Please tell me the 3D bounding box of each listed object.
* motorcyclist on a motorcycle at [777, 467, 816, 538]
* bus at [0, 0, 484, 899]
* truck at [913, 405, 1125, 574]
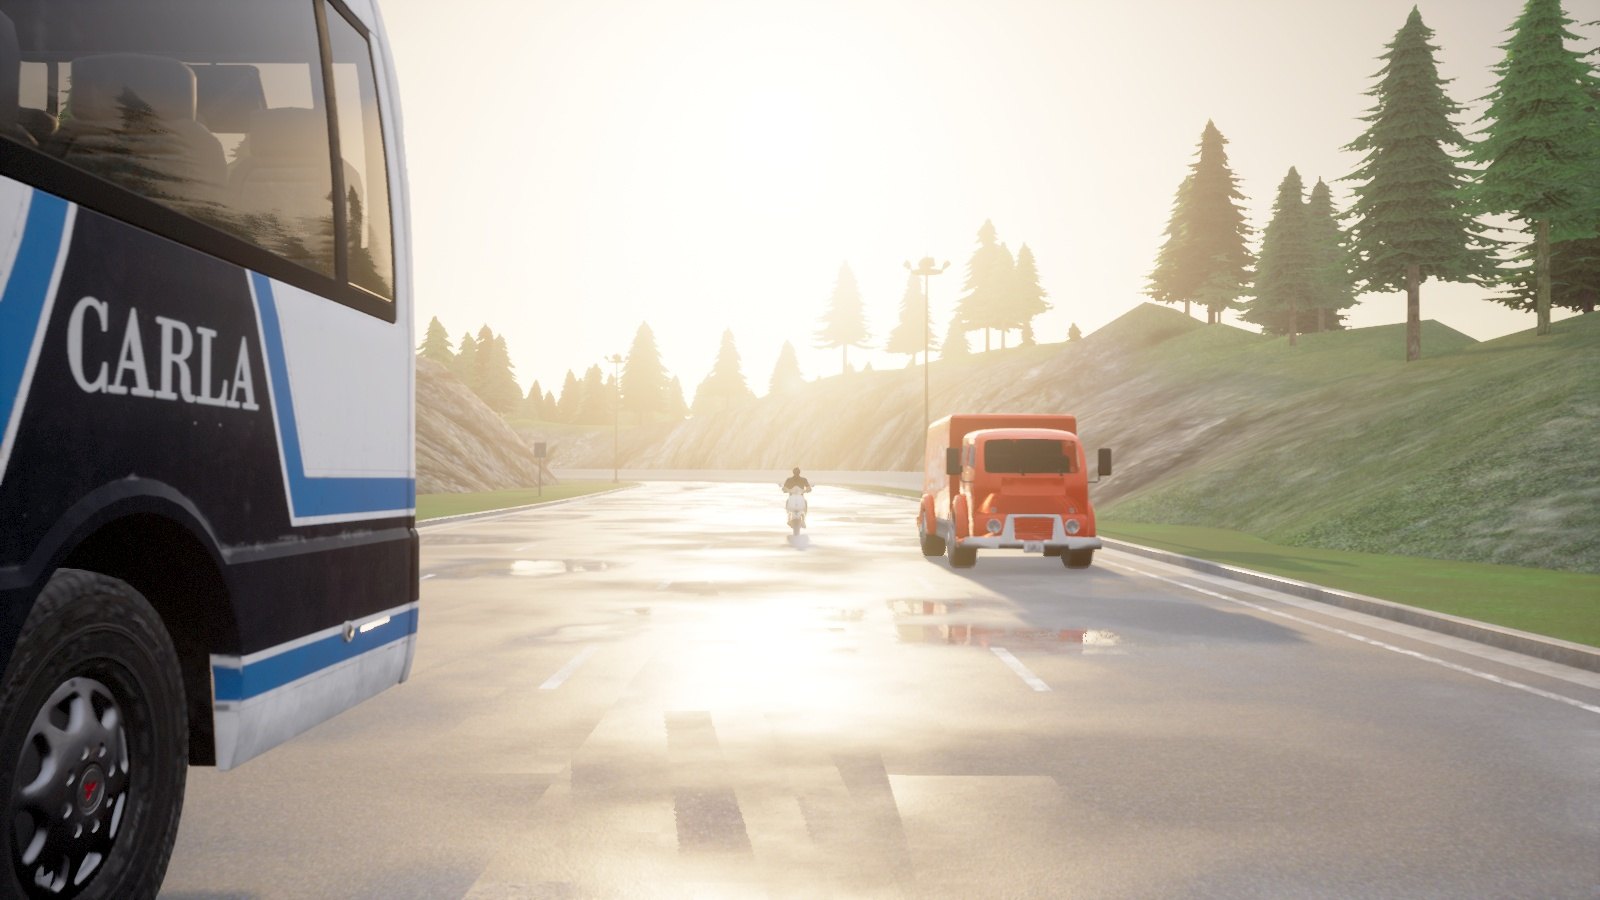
[{"bbox_3d":[-0.072,1.190,29.113,0.866,1.590,1.817,0,-1,0],"label":"motorcyclist on a motorcycle"},{"bbox_3d":[-3.509,-0.537,0.987,3.944,4.253,10.273,0,-1,0],"label":"bus"},{"bbox_3d":[3.446,0.618,21.033,2.627,2.467,5.204,0,-1,0],"label":"truck"}]
